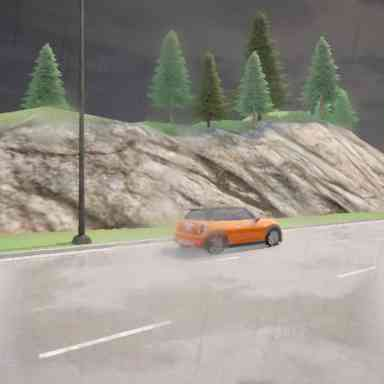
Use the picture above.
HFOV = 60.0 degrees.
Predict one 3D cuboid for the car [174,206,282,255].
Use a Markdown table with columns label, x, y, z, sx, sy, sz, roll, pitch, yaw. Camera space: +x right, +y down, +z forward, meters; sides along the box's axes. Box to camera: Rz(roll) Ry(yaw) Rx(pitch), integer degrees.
| label | x | y | z | sx | sy | sz | roll | pitch | yaw |
| --- | --- | --- | --- | --- | --- | --- | --- | --- | --- |
| car | 1.577 | 1.353 | 13.479 | 4.553 | 1.767 | 2.097 | 0 | 0 | -36 |
